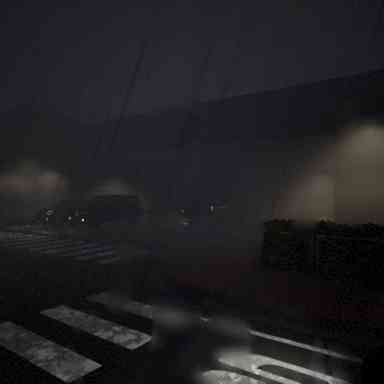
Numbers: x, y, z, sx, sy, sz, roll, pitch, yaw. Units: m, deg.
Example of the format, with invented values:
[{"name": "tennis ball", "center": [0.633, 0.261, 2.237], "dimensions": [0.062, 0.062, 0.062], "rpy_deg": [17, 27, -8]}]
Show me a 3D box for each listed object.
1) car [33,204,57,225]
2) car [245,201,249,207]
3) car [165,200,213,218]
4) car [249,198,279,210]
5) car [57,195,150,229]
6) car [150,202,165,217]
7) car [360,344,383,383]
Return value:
[{"name": "car", "center": [-8.844, 1.345, 23.804], "dimensions": [2.097, 1.767, 4.553], "rpy_deg": [0, 0, 37]}, {"name": "car", "center": [9.964, 1.541, 50.069], "dimensions": [2.033, 1.411, 5.357], "rpy_deg": [0, 0, 36]}, {"name": "car", "center": [0.081, 1.499, 30.225], "dimensions": [1.837, 1.490, 4.892], "rpy_deg": [0, 0, 35]}, {"name": "car", "center": [9.873, 1.486, 43.961], "dimensions": [2.128, 1.511, 4.902], "rpy_deg": [0, 0, 36]}, {"name": "car", "center": [-5.691, 1.216, 22.099], "dimensions": [2.150, 2.045, 5.566], "rpy_deg": [0, 0, 35]}, {"name": "car", "center": [-3.370, 1.594, 31.410], "dimensions": [1.895, 1.301, 4.718], "rpy_deg": [0, 0, 35]}, {"name": "car", "center": [3.380, 1.526, 1.588], "dimensions": [4.674, 1.442, 1.812], "rpy_deg": [0, 0, 35]}]
